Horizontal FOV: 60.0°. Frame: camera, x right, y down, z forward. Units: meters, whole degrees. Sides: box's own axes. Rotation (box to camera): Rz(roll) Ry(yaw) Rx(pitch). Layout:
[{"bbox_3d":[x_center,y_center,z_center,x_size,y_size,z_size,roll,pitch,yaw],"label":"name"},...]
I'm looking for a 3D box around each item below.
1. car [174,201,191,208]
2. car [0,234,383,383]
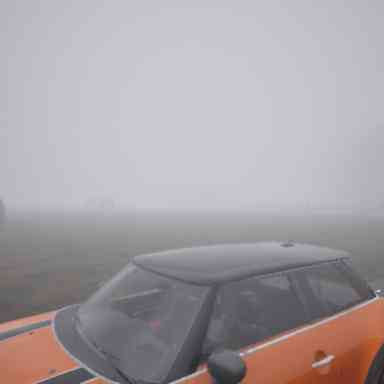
[{"bbox_3d":[-2.112,2.736,73.358,2.128,1.511,4.902,-1,0,-35],"label":"car"},{"bbox_3d":[-0.007,1.367,3.064,4.553,1.767,2.097,1,0,-36],"label":"car"}]
